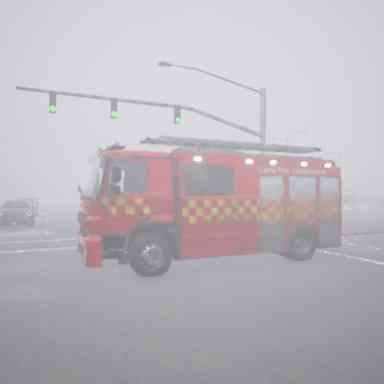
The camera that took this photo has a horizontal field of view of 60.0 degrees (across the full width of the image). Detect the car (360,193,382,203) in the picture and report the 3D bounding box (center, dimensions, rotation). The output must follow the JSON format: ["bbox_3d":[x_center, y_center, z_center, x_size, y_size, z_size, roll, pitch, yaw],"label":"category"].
[{"bbox_3d":[36.157,1.155,66.217,3.866,1.878,1.905,0,0,-23],"label":"car"}]

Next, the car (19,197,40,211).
[{"bbox_3d":[-19.866,1.469,40.870,2.128,1.511,4.902,0,0,-24],"label":"car"}]

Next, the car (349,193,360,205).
[{"bbox_3d":[35.021,1.395,68.879,3.806,1.475,1.970,0,0,-23],"label":"car"}]

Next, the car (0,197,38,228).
[{"bbox_3d":[-11.604,1.328,22.058,2.097,1.767,4.553,0,0,-24],"label":"car"}]

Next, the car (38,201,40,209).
[{"bbox_3d":[-15.605,1.328,31.171,2.097,1.767,4.553,0,0,-24],"label":"car"}]

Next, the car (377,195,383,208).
[{"bbox_3d":[26.854,1.404,43.779,3.806,1.475,1.970,0,0,-23],"label":"car"}]

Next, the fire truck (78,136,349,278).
[{"bbox_3d":[0.792,0.338,10.939,8.468,3.827,2.891,0,0,-24],"label":"fire truck"}]
